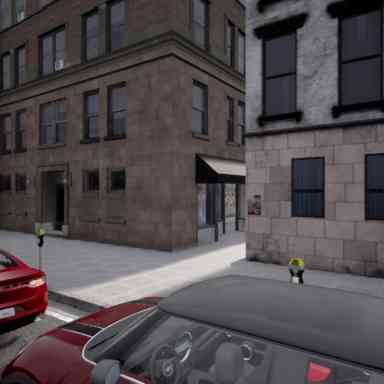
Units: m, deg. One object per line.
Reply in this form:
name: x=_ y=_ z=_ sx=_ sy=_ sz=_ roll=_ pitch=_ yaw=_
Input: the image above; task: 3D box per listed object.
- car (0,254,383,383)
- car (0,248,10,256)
car: x=0.252 y=1.440 z=2.625 sx=4.097 sy=1.590 sz=1.967 roll=0 pitch=0 yaw=35
car: x=-4.397 y=1.545 z=5.893 sx=4.507 sy=1.381 sz=1.887 roll=0 pitch=0 yaw=35
